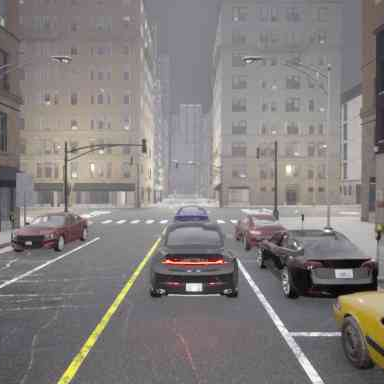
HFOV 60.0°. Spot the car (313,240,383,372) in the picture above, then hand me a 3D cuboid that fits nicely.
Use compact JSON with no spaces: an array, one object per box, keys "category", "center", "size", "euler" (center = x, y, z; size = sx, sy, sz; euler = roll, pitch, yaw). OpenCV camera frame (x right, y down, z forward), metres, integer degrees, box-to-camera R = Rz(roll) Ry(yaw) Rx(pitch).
[{"category":"car","center":[2.855,1.525,2.888],"size":[1.752,1.417,4.829],"euler":[-1,0,0]}]

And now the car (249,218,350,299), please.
[{"category":"car","center":[2.843,1.564,8.305],"size":[1.947,1.339,4.313],"euler":[-1,0,0]}]

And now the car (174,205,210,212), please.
[{"category":"car","center":[-0.012,1.473,18.483],"size":[1.882,1.535,5.008],"euler":[0,0,0]}]

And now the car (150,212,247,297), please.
[{"category":"car","center":[0.046,1.503,8.533],"size":[1.837,1.490,4.892],"euler":[0,0,0]}]

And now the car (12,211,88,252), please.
[{"category":"car","center":[-5.716,1.541,13.867],"size":[1.887,1.381,4.507],"euler":[-1,0,0]}]

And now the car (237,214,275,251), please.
[{"category":"car","center":[2.829,1.578,13.890],"size":[1.802,1.307,4.206],"euler":[-1,0,0]}]
